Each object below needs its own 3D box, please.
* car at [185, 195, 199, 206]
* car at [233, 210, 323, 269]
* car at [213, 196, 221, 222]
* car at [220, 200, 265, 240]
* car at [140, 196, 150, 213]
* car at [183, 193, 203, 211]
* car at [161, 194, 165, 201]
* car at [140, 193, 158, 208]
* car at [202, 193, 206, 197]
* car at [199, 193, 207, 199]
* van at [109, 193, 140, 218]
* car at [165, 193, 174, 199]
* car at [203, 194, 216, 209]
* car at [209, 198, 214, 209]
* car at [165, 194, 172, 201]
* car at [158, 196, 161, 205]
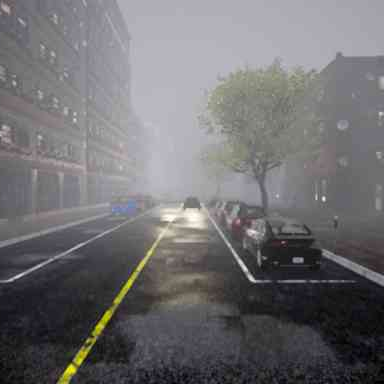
[{"bbox_3d":[0.005,1.216,48.013,1.812,1.442,4.674,0,0,0],"label":"car"},{"bbox_3d":[2.690,1.477,10.596,2.008,1.369,4.403,0,0,0],"label":"car"},{"bbox_3d":[2.690,1.290,21.988,1.967,1.590,4.097,0,0,0],"label":"car"},{"bbox_3d":[2.690,1.328,16.292,1.967,1.590,4.097,0,0,0],"label":"car"},{"bbox_3d":[-5.690,1.358,33.385,1.802,1.307,4.206,0,0,0],"label":"car"},{"bbox_3d":[0.002,1.230,37.367,1.882,1.535,5.008,0,0,0],"label":"car"},{"bbox_3d":[-5.690,1.227,50.474,2.008,1.369,4.403,0,0,0],"label":"car"},{"bbox_3d":[-5.691,1.057,39.079,2.192,1.841,5.009,0,0,0],"label":"car"},{"bbox_3d":[2.690,1.149,44.775,1.967,1.590,4.097,0,0,0],"label":"car"},{"bbox_3d":[2.691,1.042,84.651,1.887,1.381,4.507,0,0,0],"label":"car"},{"bbox_3d":[-5.691,1.154,27.686,1.690,1.788,3.998,0,0,0],"label":"van"},{"bbox_3d":[-5.689,1.064,84.654,1.947,1.339,4.313,0,0,0],"label":"car"},{"bbox_3d":[2.691,1.293,39.079,2.008,1.369,4.403,0,0,0],"label":"car"},{"bbox_3d":[2.690,1.395,27.686,1.802,1.307,4.206,0,0,0],"label":"car"},{"bbox_3d":[-5.690,1.110,67.395,1.752,1.417,4.829,0,0,0],"label":"car"},{"bbox_3d":[-5.690,1.274,44.778,1.947,1.339,4.313,0,0,0],"label":"car"}]
